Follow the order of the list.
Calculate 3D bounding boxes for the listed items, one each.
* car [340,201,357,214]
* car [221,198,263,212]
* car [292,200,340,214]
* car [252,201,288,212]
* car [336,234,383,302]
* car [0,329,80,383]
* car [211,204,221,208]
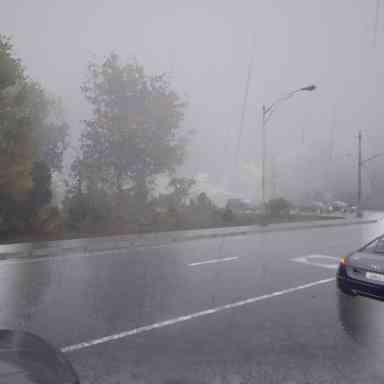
[{"bbox_3d":[16.739,1.741,39.058,2.128,1.511,4.902,0,-2,-34],"label":"car"},{"bbox_3d":[7.129,1.932,47.761,2.150,2.045,5.566,0,-3,-32],"label":"car"},{"bbox_3d":[13.559,1.741,37.556,2.128,1.511,4.902,0,-2,-32],"label":"car"},{"bbox_3d":[11.206,2.113,47.859,2.128,1.511,4.902,0,-3,-32],"label":"car"},{"bbox_3d":[5.129,1.574,7.412,4.181,1.385,1.994,0,0,-34],"label":"car"},{"bbox_3d":[-3.033,1.505,1.581,4.892,1.490,1.837,0,0,-36],"label":"car"},{"bbox_3d":[4.200,2.784,59.003,2.128,1.511,4.902,0,-3,-32],"label":"car"}]
